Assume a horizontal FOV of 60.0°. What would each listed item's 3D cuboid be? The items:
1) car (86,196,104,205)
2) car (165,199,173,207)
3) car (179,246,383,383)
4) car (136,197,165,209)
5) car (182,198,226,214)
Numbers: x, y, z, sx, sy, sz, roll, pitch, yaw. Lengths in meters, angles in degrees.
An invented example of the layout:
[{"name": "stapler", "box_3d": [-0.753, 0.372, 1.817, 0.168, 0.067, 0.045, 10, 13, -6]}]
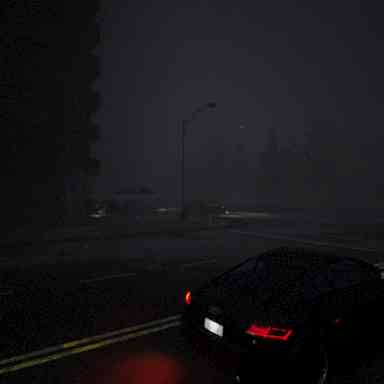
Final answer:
[{"name": "car", "box_3d": [-15.937, 1.422, 55.587, 5.008, 1.535, 1.882, 0, 0, 20]}, {"name": "car", "box_3d": [-4.798, 1.451, 47.749, 1.837, 1.490, 4.892, 0, -1, -43]}, {"name": "car", "box_3d": [1.890, 1.564, 5.098, 4.181, 1.385, 1.994, 0, 0, -35]}, {"name": "car", "box_3d": [-5.918, 1.470, 43.739, 1.812, 1.442, 4.674, 0, 0, -39]}, {"name": "car", "box_3d": [0.903, 1.422, 34.536, 1.882, 1.535, 5.008, 0, 0, -36]}]
